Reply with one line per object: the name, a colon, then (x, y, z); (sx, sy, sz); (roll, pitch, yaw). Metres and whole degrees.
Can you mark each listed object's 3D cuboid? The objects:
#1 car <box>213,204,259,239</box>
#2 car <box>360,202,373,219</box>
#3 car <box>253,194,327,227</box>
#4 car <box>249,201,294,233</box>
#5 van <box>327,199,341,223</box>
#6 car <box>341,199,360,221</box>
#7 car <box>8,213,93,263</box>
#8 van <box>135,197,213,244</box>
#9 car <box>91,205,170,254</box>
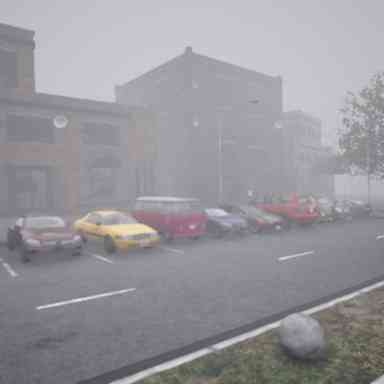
car: (0.895, 1.467, 17.336); (2.002, 1.452, 4.674); (-1, 0, -38)
car: (11.399, 1.290, 25.972); (2.231, 1.521, 4.892); (-1, 0, -40)
car: (5.020, 1.129, 20.726); (2.435, 2.045, 5.566); (-1, 0, -39)
car: (2.952, 1.434, 18.952); (2.163, 1.488, 4.792); (-1, 0, -39)
van: (7.223, 1.124, 22.370); (1.878, 1.987, 4.442); (-1, 0, -40)
car: (9.253, 1.195, 24.243); (2.185, 1.767, 4.553); (-1, 0, -40)
car: (-5.585, 1.524, 12.352); (2.002, 1.452, 4.674); (0, 0, -36)
van: (-1.314, 1.222, 15.752); (1.878, 1.987, 4.442); (-1, 0, -38)
car: (-3.293, 1.463, 13.845); (1.946, 1.575, 5.366); (0, 0, -37)
